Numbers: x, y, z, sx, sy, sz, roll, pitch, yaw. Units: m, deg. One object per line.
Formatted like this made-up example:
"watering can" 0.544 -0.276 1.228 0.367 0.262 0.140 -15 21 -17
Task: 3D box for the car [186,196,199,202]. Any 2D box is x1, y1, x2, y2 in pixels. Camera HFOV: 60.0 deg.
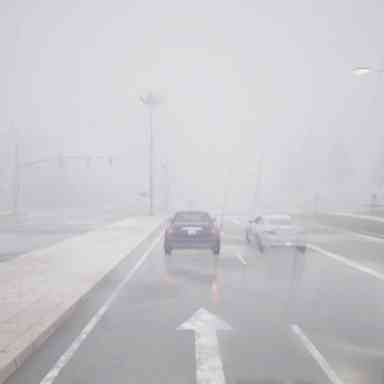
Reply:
"car" -0.111 2.190 70.294 1.812 1.442 4.674 0 -1 -1

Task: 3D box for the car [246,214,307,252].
"car" 3.509 1.663 14.399 1.812 1.442 4.674 0 0 0

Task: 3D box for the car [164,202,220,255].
"car" 0.006 1.484 14.083 2.097 1.767 4.553 0 -1 0
